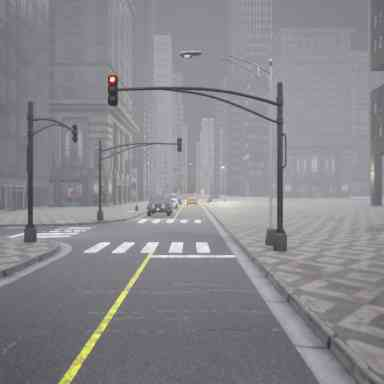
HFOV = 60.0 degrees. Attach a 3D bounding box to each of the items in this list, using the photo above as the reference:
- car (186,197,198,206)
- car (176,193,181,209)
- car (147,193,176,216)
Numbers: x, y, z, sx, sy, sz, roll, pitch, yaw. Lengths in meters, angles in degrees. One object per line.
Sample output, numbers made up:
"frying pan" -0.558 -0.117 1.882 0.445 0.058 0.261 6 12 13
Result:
"car" 0.009 1.524 57.629 1.882 1.535 5.008 0 0 0
"car" -3.089 1.254 45.467 2.150 2.045 5.566 0 0 0
"car" -3.090 1.242 32.951 2.150 2.045 5.566 0 0 0
